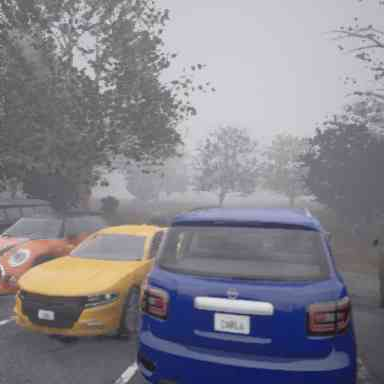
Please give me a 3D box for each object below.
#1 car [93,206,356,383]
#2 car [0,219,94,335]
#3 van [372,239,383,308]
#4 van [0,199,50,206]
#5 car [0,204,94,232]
[{"bbox_3d":[1.047,1.233,5.370,2.435,2.045,5.566,0,-1,15],"label":"car"},{"bbox_3d":[-1.363,1.480,7.062,2.097,1.535,5.008,1,-1,15],"label":"car"},{"bbox_3d":[3.474,1.262,3.733,1.878,1.987,4.442,0,-1,16],"label":"van"},{"bbox_3d":[-6.166,1.242,10.613,1.878,1.987,4.442,0,-1,16],"label":"van"},{"bbox_3d":[-3.771,1.349,8.808,2.185,1.767,4.553,1,-1,16],"label":"car"}]
